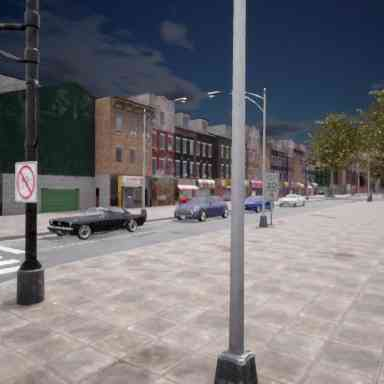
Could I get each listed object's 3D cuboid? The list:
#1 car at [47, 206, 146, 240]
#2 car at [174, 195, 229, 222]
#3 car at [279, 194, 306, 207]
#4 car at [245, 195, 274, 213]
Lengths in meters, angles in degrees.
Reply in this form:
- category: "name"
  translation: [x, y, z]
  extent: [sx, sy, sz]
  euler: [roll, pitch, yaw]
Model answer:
- category: "car"
  translation: [-4.487, 1.408, 16.229]
  extent: [1.895, 1.301, 4.718]
  euler: [1, 1, 35]
- category: "car"
  translation: [0.725, 1.038, 23.530]
  extent: [2.097, 1.767, 4.553]
  euler: [1, 1, 35]
- category: "car"
  translation: [11.822, 0.979, 39.040]
  extent: [1.812, 1.442, 4.674]
  euler: [1, 1, 36]
- category: "car"
  translation: [5.992, 1.049, 30.906]
  extent: [1.882, 1.535, 5.008]
  euler: [1, 1, 35]
